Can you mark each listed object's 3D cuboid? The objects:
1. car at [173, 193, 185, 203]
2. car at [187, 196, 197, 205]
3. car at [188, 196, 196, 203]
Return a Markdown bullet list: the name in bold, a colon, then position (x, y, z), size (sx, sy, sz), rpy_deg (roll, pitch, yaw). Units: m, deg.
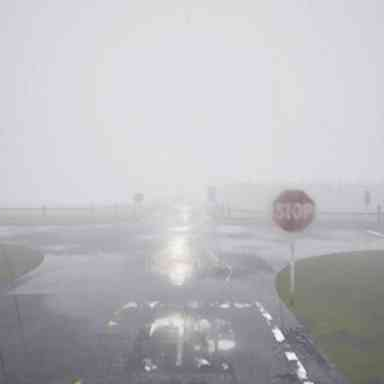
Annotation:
- **car**: position (-2.733, 1.197, 69.763), size (2.150, 2.045, 5.566), rpy_deg (0, 0, 0)
- **car**: position (0.016, 1.940, 65.651), size (1.895, 1.301, 4.718), rpy_deg (0, 0, 0)
- **car**: position (0.018, 1.715, 75.626), size (1.837, 1.490, 4.892), rpy_deg (0, 0, 0)
